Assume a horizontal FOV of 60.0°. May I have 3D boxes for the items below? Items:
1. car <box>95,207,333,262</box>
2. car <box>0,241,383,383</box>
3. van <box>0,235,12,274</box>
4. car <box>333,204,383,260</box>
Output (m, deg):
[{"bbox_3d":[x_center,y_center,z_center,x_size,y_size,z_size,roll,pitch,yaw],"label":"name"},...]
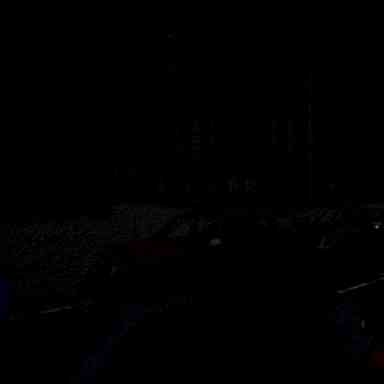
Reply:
[{"bbox_3d":[0.452,1.317,6.972,5.009,1.841,2.192,0,0,-35],"label":"car"},{"bbox_3d":[-0.406,1.548,3.087,5.357,1.411,2.033,0,0,-35],"label":"car"},{"bbox_3d":[-4.171,1.340,3.675,3.998,1.788,1.690,0,0,-35],"label":"van"},{"bbox_3d":[5.074,1.319,10.268,5.009,1.841,2.192,0,0,-35],"label":"car"}]
